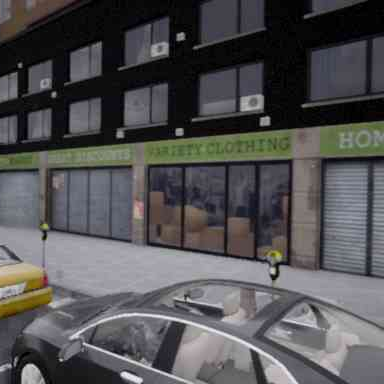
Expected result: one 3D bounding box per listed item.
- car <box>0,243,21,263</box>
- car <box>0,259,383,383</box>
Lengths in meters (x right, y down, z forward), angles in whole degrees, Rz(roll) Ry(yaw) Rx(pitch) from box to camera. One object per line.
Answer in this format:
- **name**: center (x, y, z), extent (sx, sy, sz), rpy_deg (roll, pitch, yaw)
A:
- **car**: center (-4.645, 1.445, 6.404), extent (4.829, 1.417, 1.752), rpy_deg (1, 1, 36)
- **car**: center (0.040, 1.533, 3.061), extent (4.403, 1.369, 2.008), rpy_deg (1, 1, 36)
